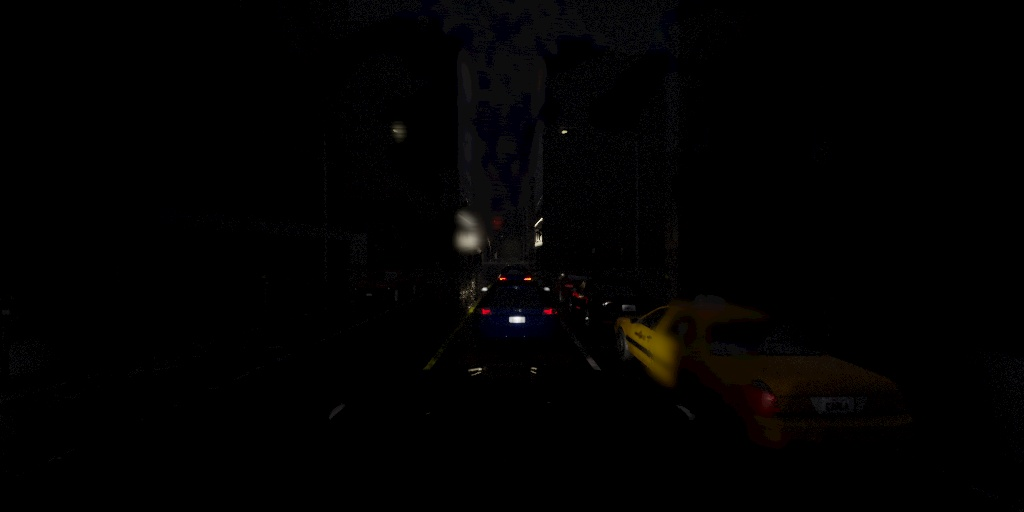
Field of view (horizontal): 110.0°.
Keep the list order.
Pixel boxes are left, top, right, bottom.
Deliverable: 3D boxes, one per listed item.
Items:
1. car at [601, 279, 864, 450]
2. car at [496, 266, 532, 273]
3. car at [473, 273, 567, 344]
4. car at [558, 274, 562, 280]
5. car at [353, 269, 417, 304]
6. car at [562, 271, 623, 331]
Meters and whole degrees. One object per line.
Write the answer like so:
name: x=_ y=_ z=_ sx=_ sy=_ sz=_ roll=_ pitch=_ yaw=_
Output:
car: x=2.876 y=1.274 z=5.462 sx=1.751 sy=1.417 sz=4.829 roll=0 pitch=0 yaw=0
car: x=0.111 y=1.270 z=19.578 sx=1.812 sy=1.442 sz=4.674 roll=0 pitch=0 yaw=-2
car: x=0.104 y=1.312 z=9.563 sx=1.994 sy=1.385 sz=4.181 roll=0 pitch=0 yaw=0
car: x=2.882 y=1.327 z=16.464 sx=1.802 sy=1.307 sz=4.207 roll=0 pitch=0 yaw=0
car: x=-5.663 y=1.290 z=16.466 sx=1.888 sy=1.381 sz=4.507 roll=0 pitch=0 yaw=0
car: x=2.879 y=1.313 z=10.878 sx=1.948 sy=1.339 sz=4.313 roll=0 pitch=0 yaw=0
